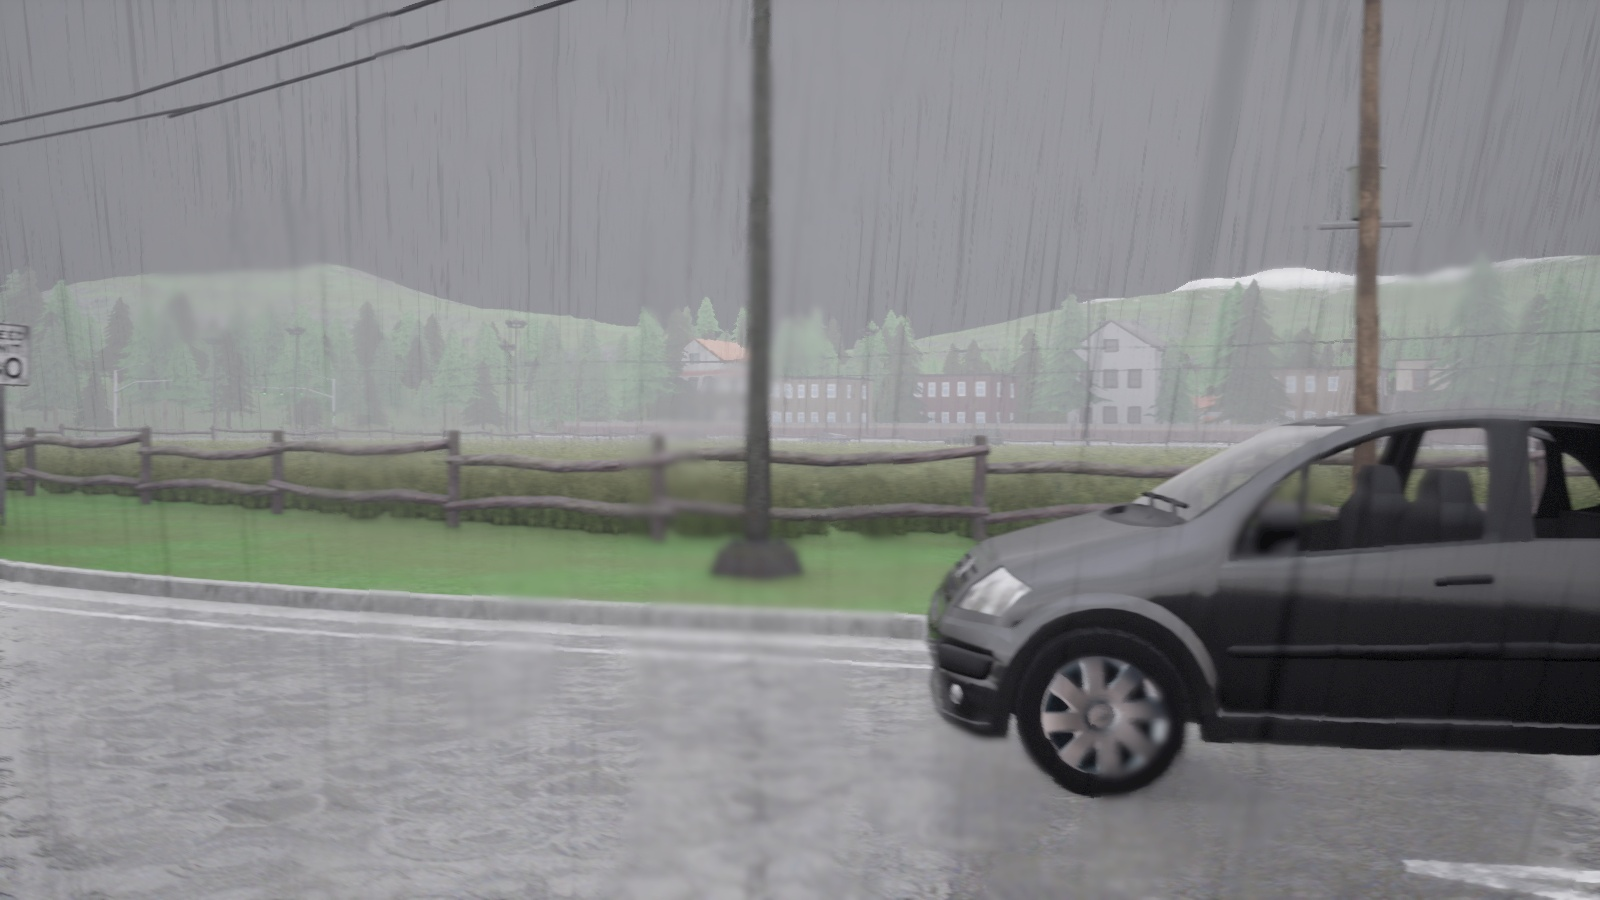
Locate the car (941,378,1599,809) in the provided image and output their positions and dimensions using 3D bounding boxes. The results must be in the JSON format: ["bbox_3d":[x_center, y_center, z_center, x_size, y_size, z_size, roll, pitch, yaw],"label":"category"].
[{"bbox_3d":[2.673,0.528,5.663,3.988,1.617,1.851,0,1,5],"label":"car"}]
